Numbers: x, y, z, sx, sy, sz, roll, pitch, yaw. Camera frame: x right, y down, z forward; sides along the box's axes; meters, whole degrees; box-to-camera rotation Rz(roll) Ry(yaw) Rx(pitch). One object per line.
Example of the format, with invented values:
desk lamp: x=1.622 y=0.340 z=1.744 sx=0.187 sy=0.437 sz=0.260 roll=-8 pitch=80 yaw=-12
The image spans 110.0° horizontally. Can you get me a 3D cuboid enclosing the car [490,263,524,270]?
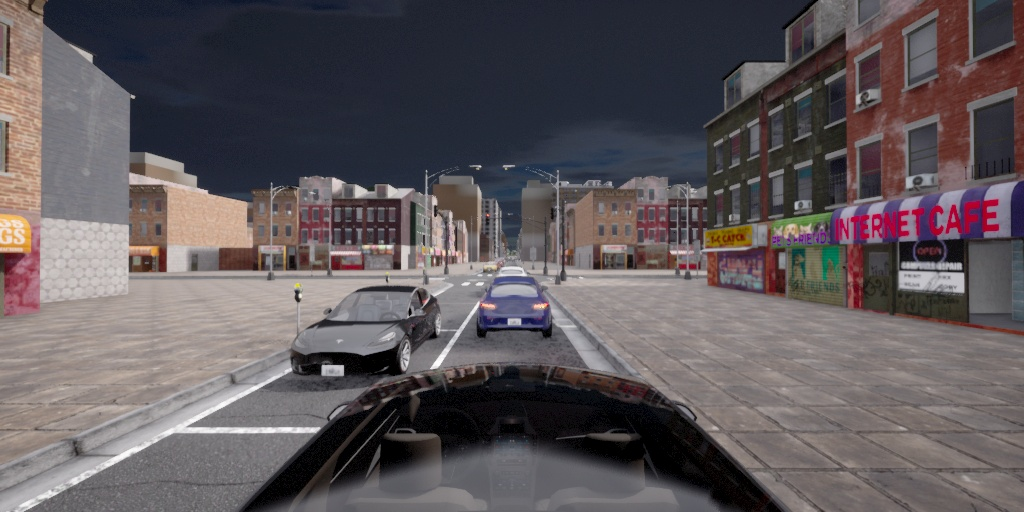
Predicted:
car: x=-0.011 y=1.283 z=19.275 sx=1.812 sy=1.442 sz=4.674 roll=0 pitch=0 yaw=0

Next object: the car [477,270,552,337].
car: x=0.065 y=1.277 z=10.141 sx=1.812 sy=1.442 sz=4.674 roll=0 pitch=0 yaw=0

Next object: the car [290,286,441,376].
car: x=-2.647 y=1.316 z=7.459 sx=1.948 sy=1.339 sz=4.313 roll=0 pitch=0 yaw=0

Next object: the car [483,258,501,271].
car: x=-2.708 y=1.319 z=45.058 sx=1.751 sy=1.417 sz=4.829 roll=0 pitch=0 yaw=0

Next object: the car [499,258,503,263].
car: x=-2.717 y=1.351 z=50.833 sx=1.888 sy=1.381 sz=4.507 roll=0 pitch=0 yaw=0
